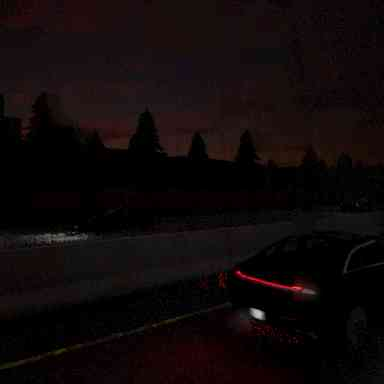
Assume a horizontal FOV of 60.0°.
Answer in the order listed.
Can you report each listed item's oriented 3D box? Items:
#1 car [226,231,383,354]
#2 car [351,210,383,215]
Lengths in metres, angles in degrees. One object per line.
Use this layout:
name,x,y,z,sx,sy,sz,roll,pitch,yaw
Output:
car,2.801,1.493,6.170,4.902,1.511,2.128,0,0,-39
car,15.499,1.561,28.754,2.033,1.411,5.357,0,0,43
